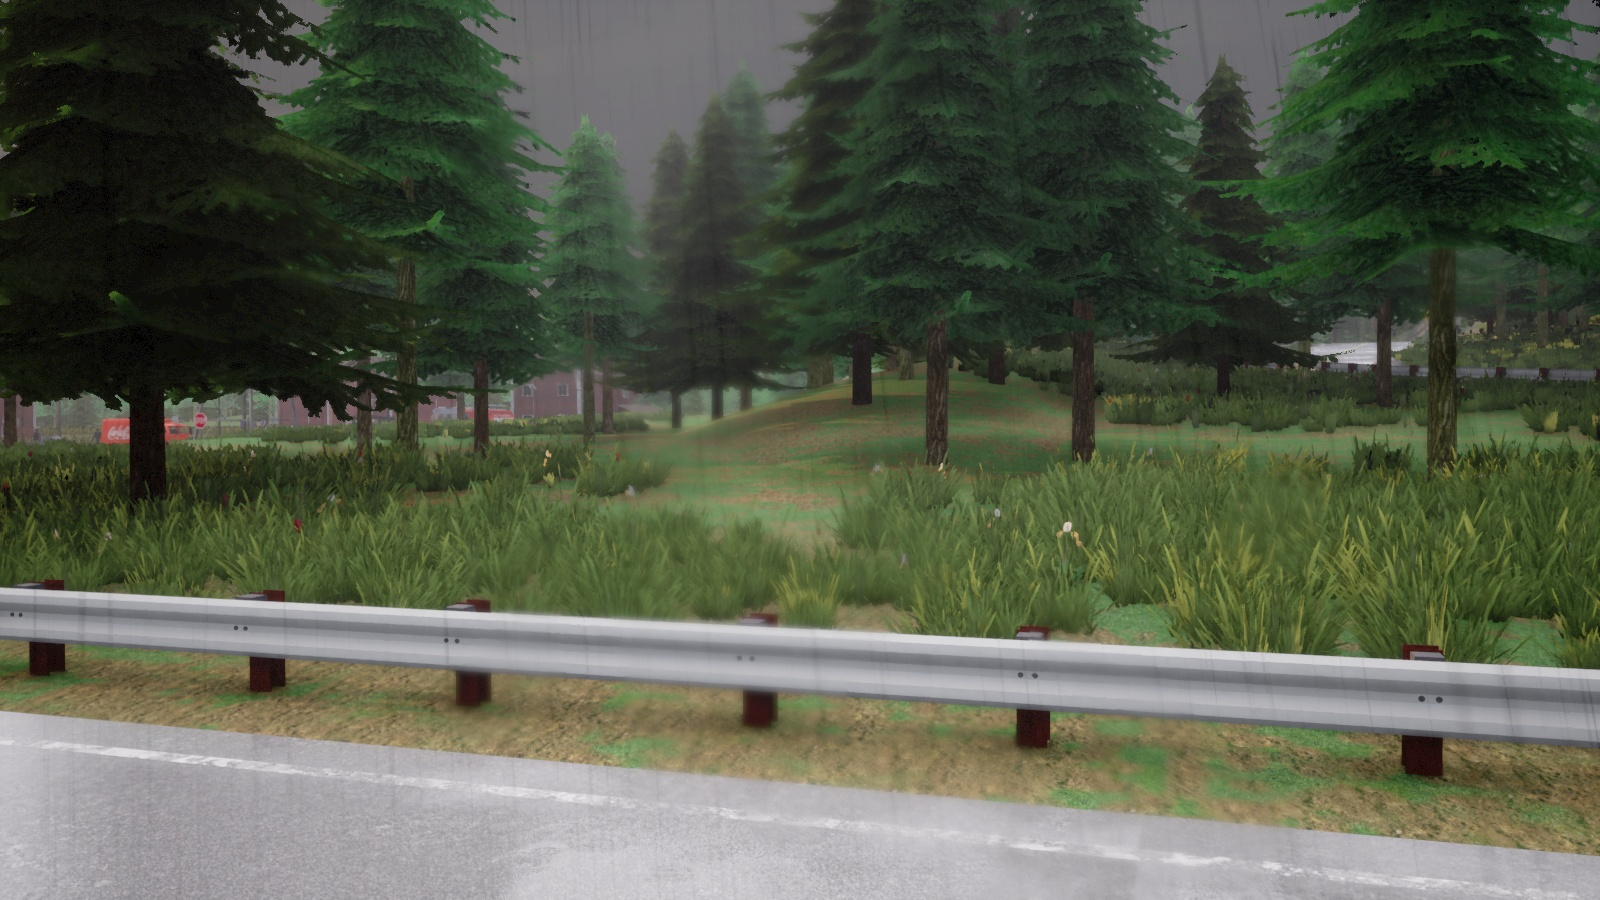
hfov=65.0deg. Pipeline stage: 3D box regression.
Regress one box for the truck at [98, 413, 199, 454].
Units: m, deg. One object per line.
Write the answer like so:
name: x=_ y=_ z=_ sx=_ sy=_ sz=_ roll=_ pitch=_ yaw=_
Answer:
truck: x=-40.108 y=-1.015 z=77.361 sx=5.204 sy=2.467 sz=2.627 roll=1 pitch=1 yaw=19
